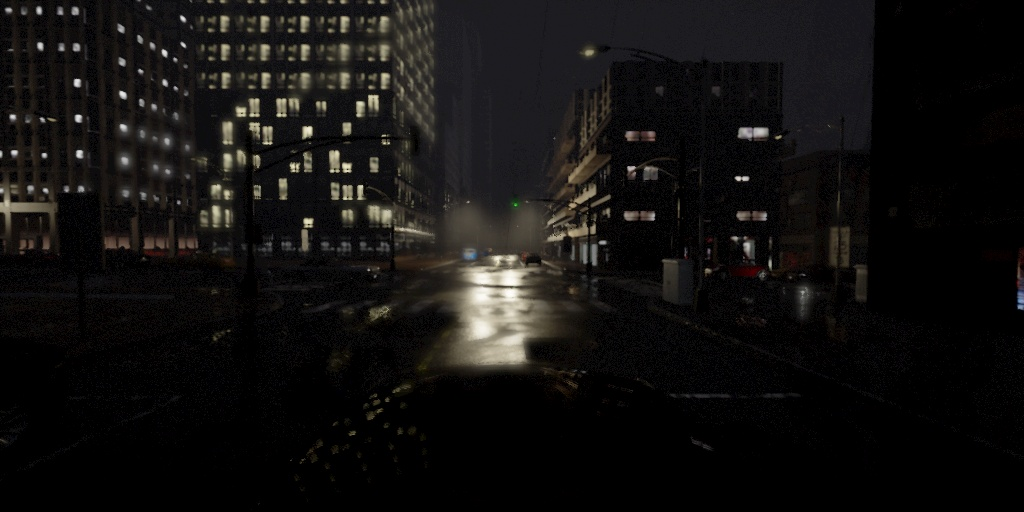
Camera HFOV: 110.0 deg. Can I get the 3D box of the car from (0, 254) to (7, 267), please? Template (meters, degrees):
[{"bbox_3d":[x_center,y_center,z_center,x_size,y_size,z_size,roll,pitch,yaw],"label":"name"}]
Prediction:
[{"bbox_3d":[-27.483,0.236,16.525,5.009,1.841,2.192,0,0,-1],"label":"car"}]

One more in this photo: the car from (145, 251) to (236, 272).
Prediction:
[{"bbox_3d":[-22.197,0.314,25.089,4.829,1.417,1.751,0,0,-1],"label":"car"}]

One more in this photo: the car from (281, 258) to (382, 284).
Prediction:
[{"bbox_3d":[-9.684,0.770,19.522,4.718,1.301,1.895,1,2,-1],"label":"car"}]

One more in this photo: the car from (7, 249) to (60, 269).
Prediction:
[{"bbox_3d":[-33.259,0.171,24.799,4.207,1.307,1.802,0,0,-1],"label":"car"}]

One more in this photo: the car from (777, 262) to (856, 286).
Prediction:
[{"bbox_3d":[20.297,1.152,23.166,4.674,1.442,1.812,1,2,-1],"label":"car"}]

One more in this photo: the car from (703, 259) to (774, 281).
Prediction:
[{"bbox_3d":[15.857,0.915,25.696,4.097,1.591,1.967,0,0,-1],"label":"car"}]

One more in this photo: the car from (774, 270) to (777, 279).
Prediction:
[{"bbox_3d":[21.209,1.101,25.794,4.829,1.417,1.751,0,0,-1],"label":"car"}]

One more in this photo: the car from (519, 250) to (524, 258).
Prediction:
[{"bbox_3d":[2.364,0.074,51.765,1.888,1.381,4.507,0,0,0],"label":"car"}]

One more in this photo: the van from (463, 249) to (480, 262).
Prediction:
[{"bbox_3d":[-6.016,-0.127,51.710,1.690,1.789,3.998,0,0,0],"label":"van"}]

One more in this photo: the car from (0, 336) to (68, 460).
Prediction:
[{"bbox_3d":[-5.693,1.307,2.114,1.948,1.339,4.313,0,0,0],"label":"car"}]

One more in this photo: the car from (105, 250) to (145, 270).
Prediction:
[{"bbox_3d":[-27.641,0.255,24.902,4.313,1.339,1.948,0,0,-1],"label":"car"}]

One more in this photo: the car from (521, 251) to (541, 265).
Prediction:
[{"bbox_3d":[2.430,0.336,41.801,1.948,1.339,4.313,0,0,0],"label":"car"}]
